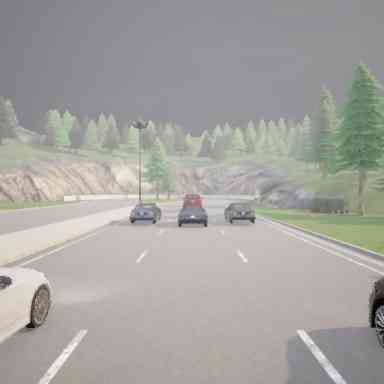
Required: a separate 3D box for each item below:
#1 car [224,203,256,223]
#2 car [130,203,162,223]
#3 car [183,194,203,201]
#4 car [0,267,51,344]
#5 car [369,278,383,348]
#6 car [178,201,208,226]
[{"bbox_3d":[3.584,1.547,25.517,2.033,1.411,5.357,0,0,0],"label":"car"},{"bbox_3d":[-3.418,1.547,25.194,2.033,1.411,5.357,0,0,0],"label":"car"},{"bbox_3d":[0.079,1.220,39.654,2.150,2.045,5.566,0,0,0],"label":"car"},{"bbox_3d":[-3.403,1.526,3.992,1.812,1.442,4.674,0,0,0],"label":"car"},{"bbox_3d":[3.597,1.490,3.121,2.128,1.511,4.902,0,0,0],"label":"car"},{"bbox_3d":[0.071,1.563,23.325,1.994,1.385,4.181,0,0,1],"label":"car"}]
